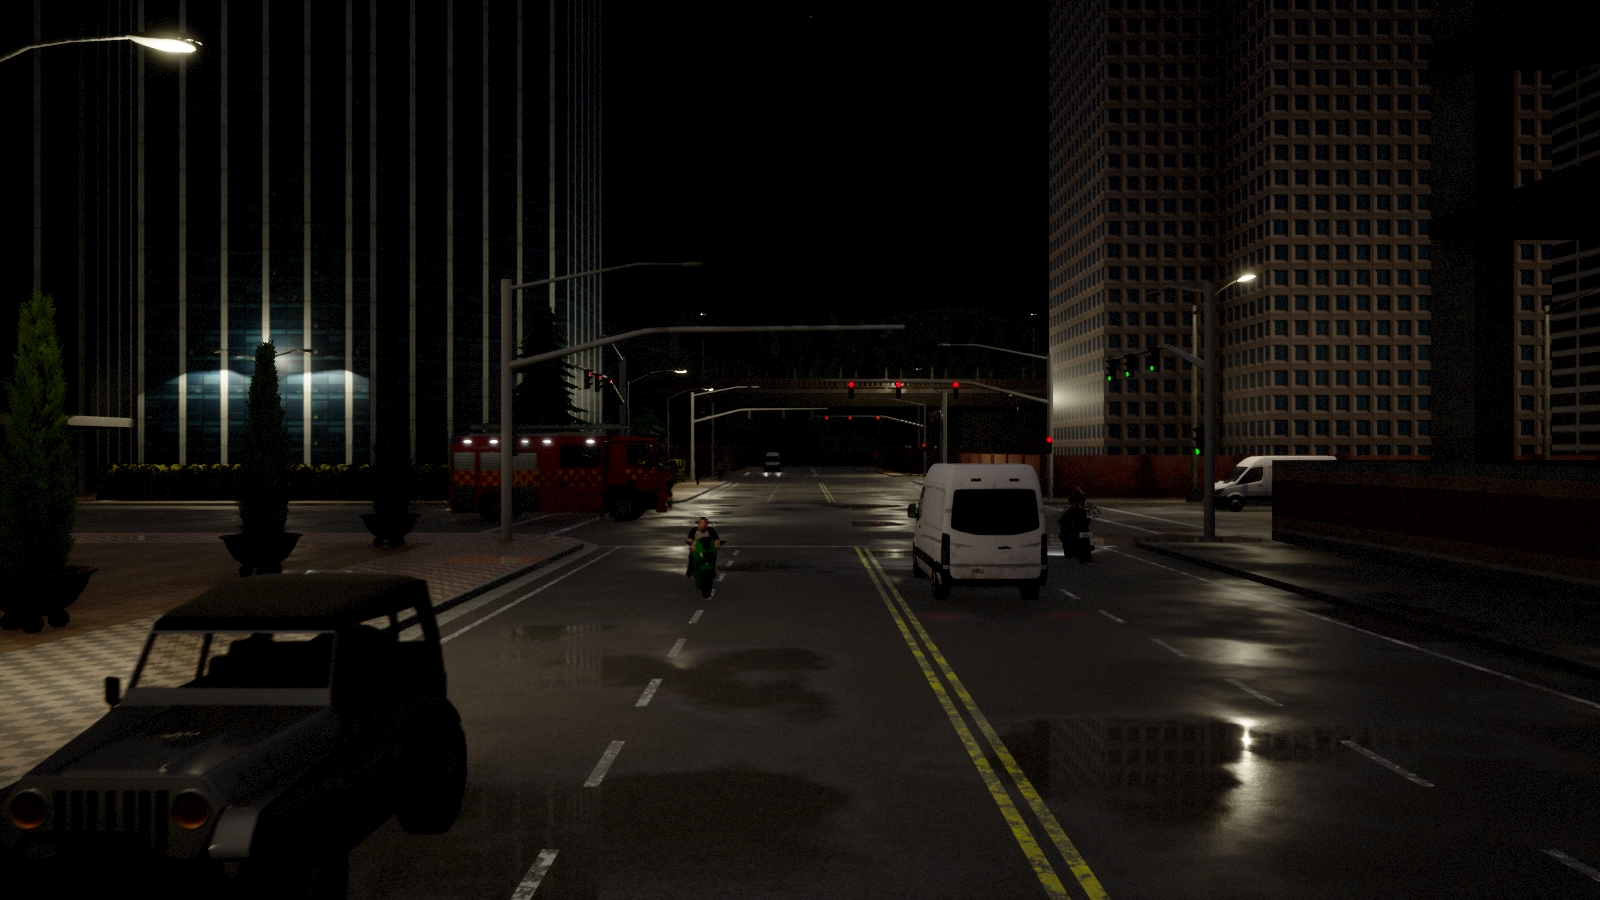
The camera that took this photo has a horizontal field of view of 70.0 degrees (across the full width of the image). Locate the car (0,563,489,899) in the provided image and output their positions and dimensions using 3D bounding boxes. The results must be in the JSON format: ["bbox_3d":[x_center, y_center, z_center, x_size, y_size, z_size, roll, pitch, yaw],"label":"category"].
[{"bbox_3d":[-3.499,1.860,7.409,1.905,1.878,3.866,0,0,0],"label":"car"}]

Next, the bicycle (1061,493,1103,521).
[{"bbox_3d":[11.335,2.273,45.962,1.487,1.080,0.859,0,0,0],"label":"bicycle"}]

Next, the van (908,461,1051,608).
[{"bbox_3d":[3.501,1.543,23.400,1.988,2.561,5.915,0,0,0],"label":"van"}]

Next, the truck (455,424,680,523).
[{"bbox_3d":[-9.184,0.908,45.908,8.468,3.827,2.891,0,0,-1],"label":"truck"}]
